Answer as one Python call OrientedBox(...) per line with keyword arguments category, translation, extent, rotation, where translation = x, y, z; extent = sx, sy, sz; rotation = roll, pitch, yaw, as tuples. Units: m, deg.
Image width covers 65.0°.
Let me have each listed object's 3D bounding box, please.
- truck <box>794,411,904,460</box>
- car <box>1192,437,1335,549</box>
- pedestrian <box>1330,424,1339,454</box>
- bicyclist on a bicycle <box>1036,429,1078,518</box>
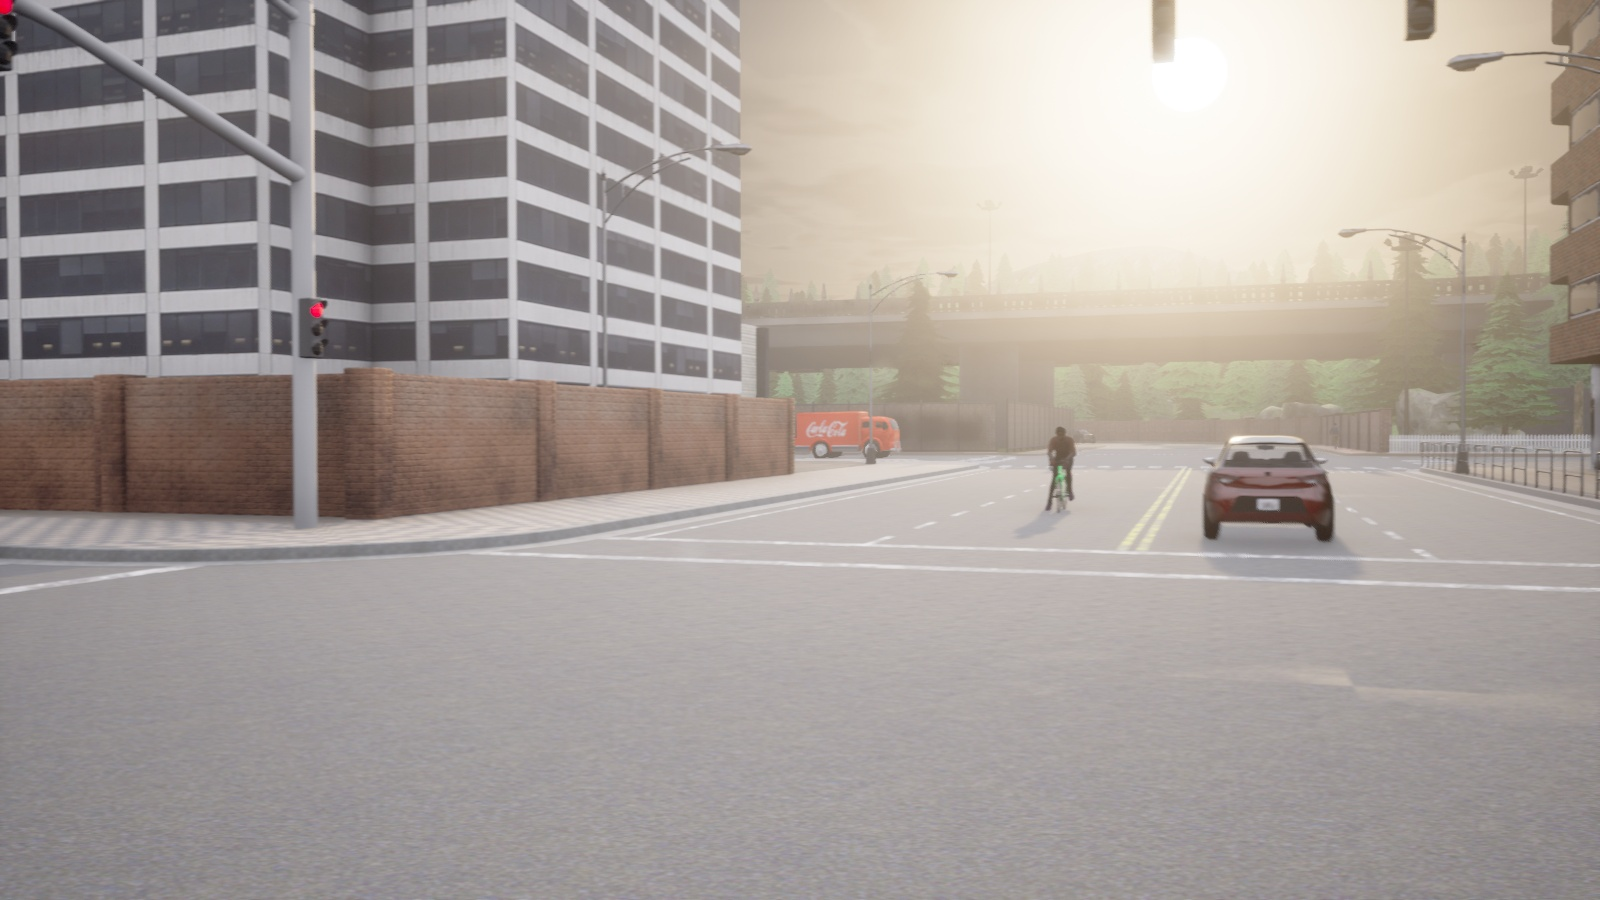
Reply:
OrientedBox(category="truck", translation=(2.572, -0.743, 65.483), extent=(5.204, 2.467, 2.627), rotation=(0, 1, 19))
OrientedBox(category="car", translation=(7.000, 0.560, 19.135), extent=(1.816, 1.474, 4.193), rotation=(1, 1, 19))
OrientedBox(category="pedestrian", translation=(35.317, -0.712, 83.017), extent=(0.423, 1.949, 0.788), rotation=(0, 1, 17))
OrientedBox(category="bicyclist on a bicycle", translation=(4.904, 0.415, 23.928), extent=(0.582, 1.620, 1.656), rotation=(1, 1, 18))
